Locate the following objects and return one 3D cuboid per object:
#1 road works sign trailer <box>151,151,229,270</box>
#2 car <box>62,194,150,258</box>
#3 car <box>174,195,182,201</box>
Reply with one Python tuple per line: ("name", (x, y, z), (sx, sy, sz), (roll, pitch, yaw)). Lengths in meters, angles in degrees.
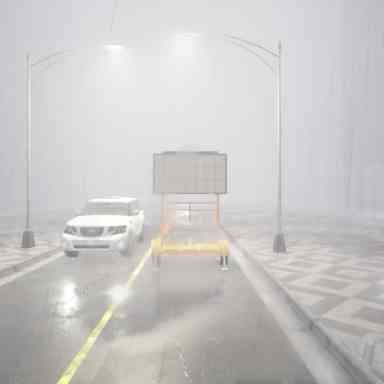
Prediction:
("road works sign trailer", (-0.064, 0.466, 10.991), (2.380, 3.560, 2.880), (0, 0, 0))
("car", (-3.176, 1.223, 13.148), (2.150, 2.045, 5.566), (0, 0, 0))
("car", (-3.493, 1.564, 83.158), (2.033, 1.411, 5.357), (0, 0, 0))
